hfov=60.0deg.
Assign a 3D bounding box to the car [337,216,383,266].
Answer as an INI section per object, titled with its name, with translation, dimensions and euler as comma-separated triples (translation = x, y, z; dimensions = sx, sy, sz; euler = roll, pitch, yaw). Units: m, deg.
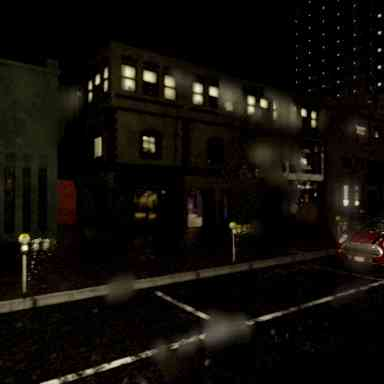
[car]
translation = 6.794, 1.565, 11.426
dimensions = 4.097, 1.590, 1.967
euler = 1, -1, -36
